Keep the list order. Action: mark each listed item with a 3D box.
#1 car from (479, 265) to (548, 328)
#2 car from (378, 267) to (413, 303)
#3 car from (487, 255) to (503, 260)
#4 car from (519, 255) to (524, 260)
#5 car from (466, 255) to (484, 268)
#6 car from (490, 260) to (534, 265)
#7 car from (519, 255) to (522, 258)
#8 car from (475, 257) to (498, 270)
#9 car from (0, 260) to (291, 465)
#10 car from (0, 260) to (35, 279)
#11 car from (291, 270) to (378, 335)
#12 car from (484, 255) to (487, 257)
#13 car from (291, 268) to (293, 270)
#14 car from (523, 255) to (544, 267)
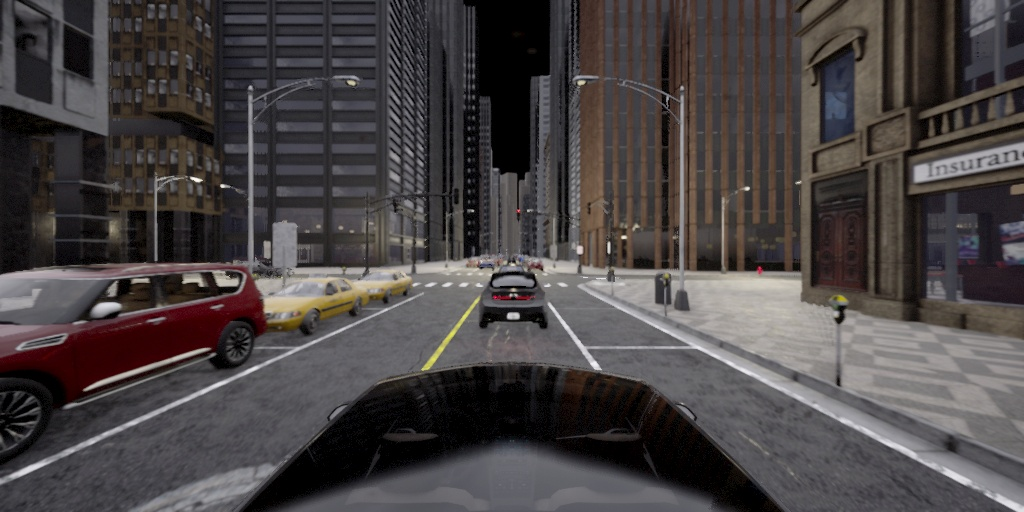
[{"bbox_3d":[0.050,1.202,11.100,1.837,1.490,4.892,0,0,0],"label":"car"},{"bbox_3d":[-5.771,1.195,16.022,1.751,1.417,4.829,0,0,0],"label":"car"},{"bbox_3d":[-3.091,0.785,60.335,2.097,1.767,4.553,0,0,0],"label":"car"},{"bbox_3d":[2.723,0.986,59.818,2.007,1.370,4.403,0,0,0],"label":"car"},{"bbox_3d":[-5.798,0.904,54.185,1.967,1.591,4.097,0,0,0],"label":"car"},{"bbox_3d":[-0.012,1.187,21.430,2.033,1.411,5.357,0,0,0],"label":"car"},{"bbox_3d":[2.720,0.972,65.427,1.948,1.339,4.313,0,0,0],"label":"car"},{"bbox_3d":[-3.115,1.113,45.141,1.895,1.301,4.718,0,0,0],"label":"car"},{"bbox_3d":[-5.764,1.046,4.989,2.192,1.841,5.009,0,0,0],"label":"car"},{"bbox_3d":[-40.464,1.006,27.715,4.674,1.442,1.812,0,0,0],"label":"car"},{"bbox_3d":[-5.767,1.226,10.420,1.751,1.417,4.829,0,0,0],"label":"car"},{"bbox_3d":[-5.802,0.875,59.794,1.967,1.591,4.097,0,0,0],"label":"car"},{"bbox_3d":[-19.531,1.069,27.841,4.674,1.442,1.812,0,0,0],"label":"car"},{"bbox_3d":[2.735,0.964,42.992,1.967,1.591,4.097,0,0,0],"label":"car"}]
